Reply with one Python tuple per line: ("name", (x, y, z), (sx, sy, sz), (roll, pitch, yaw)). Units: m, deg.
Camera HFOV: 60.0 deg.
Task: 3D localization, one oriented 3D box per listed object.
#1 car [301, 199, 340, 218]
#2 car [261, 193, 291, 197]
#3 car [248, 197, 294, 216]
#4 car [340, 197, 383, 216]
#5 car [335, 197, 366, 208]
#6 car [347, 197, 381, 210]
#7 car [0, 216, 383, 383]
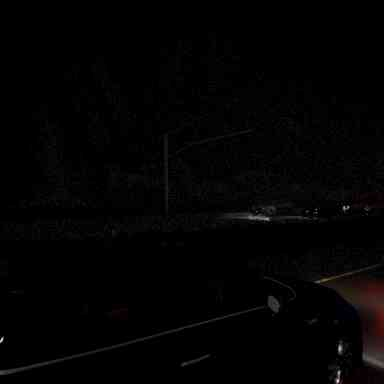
("car", (11.843, 1.425, 29.887), (4.892, 1.490, 1.837), (0, 0, -36))
("car", (8.657, 1.135, 36.227), (5.566, 2.045, 2.150), (0, 0, -36))
("car", (7.663, 1.461, 31.154), (4.674, 1.442, 1.812), (0, 0, -36))
("car", (14.714, 1.266, 27.648), (4.553, 1.767, 2.097), (0, 0, -36))
("car", (21.894, 1.417, 45.875), (4.718, 1.301, 1.895), (0, 0, -36))
("car", (21.337, 1.361, 41.139), (4.674, 1.442, 1.812), (0, 0, -36))
("car", (-0.107, 1.351, 3.668), (4.553, 1.767, 2.097), (0, 0, -36))
